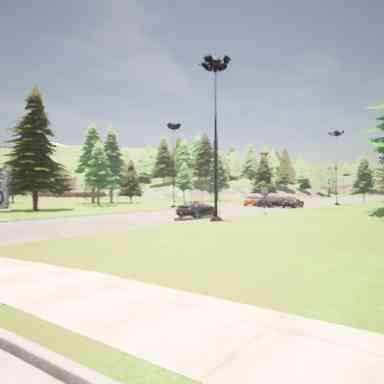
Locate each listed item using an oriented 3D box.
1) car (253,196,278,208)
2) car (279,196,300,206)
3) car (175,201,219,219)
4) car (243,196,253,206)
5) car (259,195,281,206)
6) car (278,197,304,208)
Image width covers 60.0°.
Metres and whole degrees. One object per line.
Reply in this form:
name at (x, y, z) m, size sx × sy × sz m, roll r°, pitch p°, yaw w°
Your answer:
car at (11.543, 1.399, 49.753) m, size 2.097 × 1.767 × 4.553 m, roll 0°, pitch 0°, yaw 37°
car at (16.679, 1.522, 56.691) m, size 1.882 × 1.535 × 5.008 m, roll 0°, pitch 0°, yaw 37°
car at (0.565, 1.535, 29.205) m, size 2.128 × 1.511 × 4.902 m, roll 0°, pitch 0°, yaw 37°
car at (10.128, 1.409, 53.702) m, size 2.097 × 1.767 × 4.553 m, roll 0°, pitch 0°, yaw 37°
car at (13.860, 1.407, 58.765) m, size 2.097 × 1.767 × 4.553 m, roll 0°, pitch 0°, yaw 37°
car at (14.548, 1.637, 47.903) m, size 1.895 × 1.301 × 4.718 m, roll 0°, pitch 0°, yaw 37°
